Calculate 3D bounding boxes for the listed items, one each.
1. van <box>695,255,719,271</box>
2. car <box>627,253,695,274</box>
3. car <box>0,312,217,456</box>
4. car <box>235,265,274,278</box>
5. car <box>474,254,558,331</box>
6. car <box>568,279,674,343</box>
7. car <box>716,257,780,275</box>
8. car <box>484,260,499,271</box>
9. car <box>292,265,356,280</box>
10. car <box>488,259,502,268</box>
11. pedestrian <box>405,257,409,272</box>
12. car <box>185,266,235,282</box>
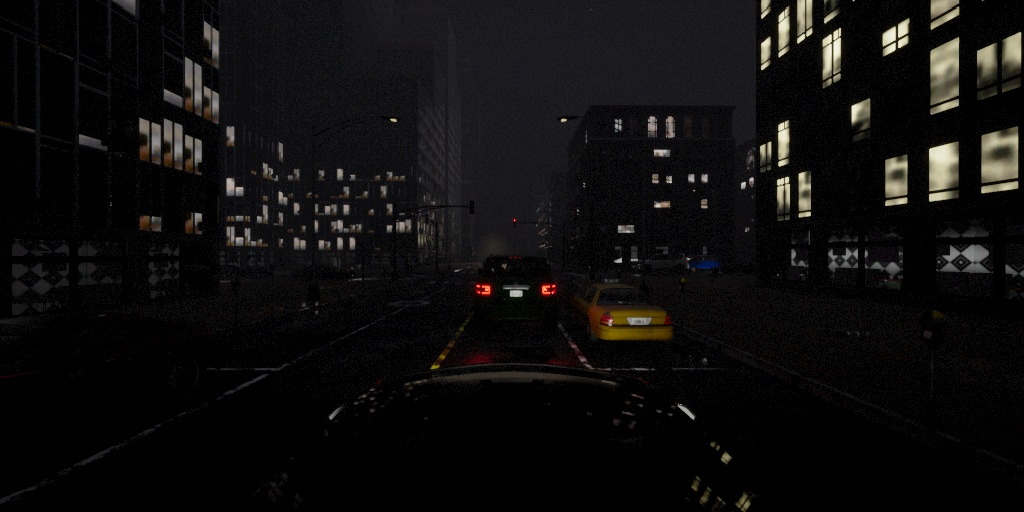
[{"bbox_3d":[20.944,0.800,39.800,3.998,1.789,1.690,0,0,-1],"label":"van"},{"bbox_3d":[15.401,0.755,37.271,5.566,2.045,2.150,-1,0,-1],"label":"car"},{"bbox_3d":[-5.317,1.332,3.783,1.802,1.307,4.207,0,0,0],"label":"car"},{"bbox_3d":[-28.436,1.648,39.143,4.403,1.370,2.007,0,0,-1],"label":"car"},{"bbox_3d":[0.090,0.971,11.072,2.150,2.045,5.566,0,0,0],"label":"car"},{"bbox_3d":[2.558,1.275,9.519,1.751,1.417,4.829,0,0,0],"label":"car"},{"bbox_3d":[21.059,1.019,31.921,4.507,1.381,1.888,0,0,-1],"label":"car"},{"bbox_3d":[-2.917,1.299,51.973,2.033,1.411,5.357,0,0,-3],"label":"car"},{"bbox_3d":[-17.719,1.514,33.907,5.357,1.411,2.033,-1,0,-1],"label":"car"},{"bbox_3d":[-2.861,1.245,61.413,2.128,1.511,4.902,0,0,0],"label":"car"},{"bbox_3d":[-12.387,1.020,42.342,0.375,1.860,0.375,0,1,-1],"label":"pedestrian"},{"bbox_3d":[-29.535,1.630,33.747,4.892,1.490,1.837,-1,0,-1],"label":"car"}]
